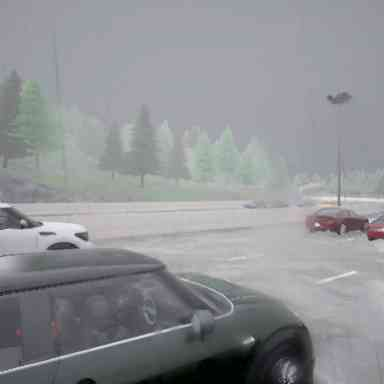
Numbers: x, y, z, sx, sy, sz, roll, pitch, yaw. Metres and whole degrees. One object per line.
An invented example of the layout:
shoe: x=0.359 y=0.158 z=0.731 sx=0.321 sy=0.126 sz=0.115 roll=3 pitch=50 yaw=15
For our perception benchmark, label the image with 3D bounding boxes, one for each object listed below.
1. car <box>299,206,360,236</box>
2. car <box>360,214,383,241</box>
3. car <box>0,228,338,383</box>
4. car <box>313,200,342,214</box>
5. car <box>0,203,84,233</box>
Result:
car: x=8.720 y=1.673 z=19.831 sx=5.008 sy=1.535 sz=1.882 roll=1 pitch=-1 yaw=-41
car: x=10.550 y=1.753 z=16.804 sx=4.181 sy=1.385 sz=1.994 roll=1 pitch=0 yaw=-41
car: x=-0.837 y=1.367 z=3.259 sx=4.553 sy=1.767 sz=2.097 roll=1 pitch=0 yaw=-36
car: x=17.752 y=1.896 z=43.474 sx=1.882 sy=1.535 sz=5.008 roll=0 pitch=0 yaw=43
car: x=-5.427 y=1.233 z=8.527 sx=5.566 sy=2.045 sz=2.150 roll=1 pitch=-1 yaw=-36
